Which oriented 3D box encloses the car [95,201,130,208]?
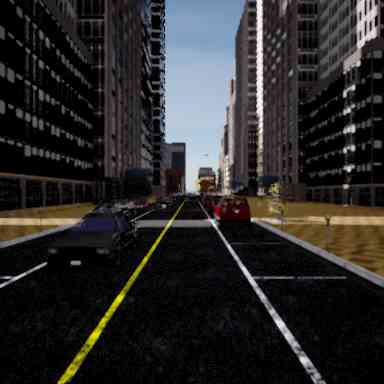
[{"bbox_3d":[-5.721,1.487,22.220,1.947,1.339,4.313,0,0,0],"label":"car"}]

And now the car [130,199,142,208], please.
[{"bbox_3d":[-5.730,1.451,27.758,2.008,1.369,4.403,0,0,0],"label":"car"}]

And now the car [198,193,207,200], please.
[{"bbox_3d":[2.561,1.129,83.165,1.967,1.590,4.097,0,0,0],"label":"car"}]

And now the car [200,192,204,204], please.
[{"bbox_3d":[2.625,1.151,44.390,2.192,1.841,5.009,0,0,0],"label":"car"}]

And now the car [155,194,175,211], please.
[{"bbox_3d":[-3.062,1.363,38.658,2.128,1.511,4.902,0,0,0],"label":"car"}]

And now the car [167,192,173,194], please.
[{"bbox_3d":[-5.801,1.316,72.074,1.802,1.307,4.206,0,0,0],"label":"car"}]

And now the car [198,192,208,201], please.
[{"bbox_3d":[2.571,1.025,77.626,2.192,1.841,5.009,0,0,0],"label":"car"}]

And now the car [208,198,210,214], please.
[{"bbox_3d":[2.650,1.443,27.773,1.887,1.381,4.507,0,0,0],"label":"car"}]

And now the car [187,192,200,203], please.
[{"bbox_3d":[-0.101,1.256,63.772,2.128,1.511,4.902,0,0,0],"label":"car"}]

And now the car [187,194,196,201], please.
[{"bbox_3d":[-0.117,1.106,74.194,1.837,1.490,4.892,0,0,0],"label":"car"}]

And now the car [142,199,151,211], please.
[{"bbox_3d":[-5.748,1.441,38.838,1.802,1.307,4.206,0,0,0],"label":"car"}]

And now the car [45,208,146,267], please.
[{"bbox_3d":[-3.106,1.506,11.563,2.033,1.411,5.357,0,0,0],"label":"car"}]

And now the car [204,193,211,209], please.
[{"bbox_3d":[2.642,1.192,33.312,2.192,1.841,5.009,0,0,0],"label":"car"}]

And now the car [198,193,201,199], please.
[{"bbox_3d":[2.597,1.298,61.179,1.752,1.417,4.829,0,0,0],"label":"car"}]

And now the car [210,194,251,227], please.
[{"bbox_3d":[2.660,1.233,22.233,2.192,1.841,5.009,0,0,0],"label":"car"}]

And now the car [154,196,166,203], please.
[{"bbox_3d":[-5.783,1.358,60.995,1.802,1.307,4.206,0,0,0],"label":"car"}]
